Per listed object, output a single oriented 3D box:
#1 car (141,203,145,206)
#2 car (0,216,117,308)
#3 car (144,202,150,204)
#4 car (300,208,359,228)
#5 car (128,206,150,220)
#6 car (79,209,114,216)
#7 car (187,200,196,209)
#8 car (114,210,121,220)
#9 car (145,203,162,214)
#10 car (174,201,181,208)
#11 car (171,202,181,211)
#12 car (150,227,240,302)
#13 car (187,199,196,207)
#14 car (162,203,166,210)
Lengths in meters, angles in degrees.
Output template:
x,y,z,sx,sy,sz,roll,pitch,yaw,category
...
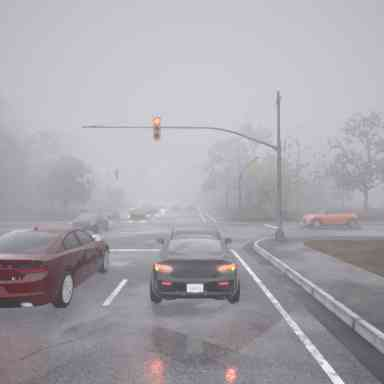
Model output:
x,y,z,sx,sy,sz,roll,pitch,yaw,category
-10.681,3.295,62.512,1.882,1.535,5.008,0,-1,0,car
-3.433,1.556,8.141,1.882,1.535,5.008,0,-1,0,car
-10.654,3.104,77.673,2.097,1.767,4.553,0,0,0,car
11.753,2.164,28.687,4.553,1.767,2.097,0,-3,-2,car
-7.142,2.954,44.610,1.882,1.535,5.008,0,-2,-1,car
-7.136,2.109,23.423,1.812,1.442,4.674,0,-3,0,car
-0.154,3.305,77.298,1.994,1.385,4.181,0,0,0,car
-10.686,2.990,43.602,2.033,1.411,5.357,0,-2,0,car
-7.186,3.292,62.040,1.882,1.535,5.008,0,0,0,car
-3.774,3.228,86.907,1.812,1.442,4.674,0,0,-4,car
-3.643,3.383,72.830,1.895,1.301,4.718,0,0,0,car
0.064,1.606,8.286,1.812,1.442,4.674,0,-1,0,car
-0.265,2.895,87.032,2.097,1.767,4.553,0,0,-4,car
-7.154,3.278,77.379,2.128,1.511,4.902,0,0,0,car
